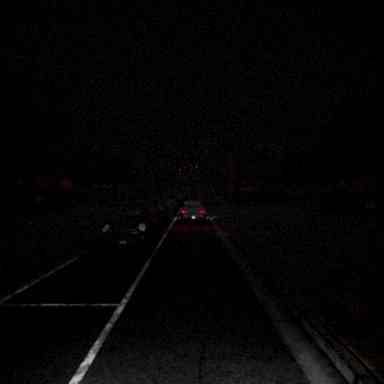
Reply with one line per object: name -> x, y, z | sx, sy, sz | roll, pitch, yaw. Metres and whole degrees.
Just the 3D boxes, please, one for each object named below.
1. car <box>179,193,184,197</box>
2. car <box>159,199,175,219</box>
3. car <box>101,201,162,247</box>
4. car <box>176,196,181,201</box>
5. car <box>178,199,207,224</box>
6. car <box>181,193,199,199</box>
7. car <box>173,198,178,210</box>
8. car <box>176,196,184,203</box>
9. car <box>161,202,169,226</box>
car -> -2.659, 1.477, 68.732 | 1.967, 1.590, 4.097 | -2, 0, 0
car -> -2.657, 1.513, 25.612 | 2.008, 1.369, 4.403 | -2, 0, 0
car -> -2.660, 1.408, 14.717 | 1.967, 1.590, 4.097 | -2, 0, 0
car -> -2.655, 1.557, 41.955 | 1.802, 1.307, 4.206 | -2, 0, 0
car -> 0.104, 1.488, 24.535 | 1.812, 1.442, 4.674 | 0, 0, 0
car -> 0.101, 1.323, 39.648 | 2.097, 1.767, 4.553 | 0, 0, 0
car -> -2.657, 1.515, 31.061 | 2.008, 1.369, 4.403 | -2, 0, 0
car -> -2.656, 1.573, 74.099 | 1.752, 1.417, 4.829 | -2, 0, 0
car -> -2.653, 1.546, 20.160 | 1.802, 1.307, 4.206 | -1, 0, 0
